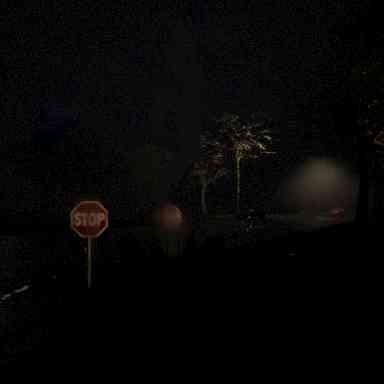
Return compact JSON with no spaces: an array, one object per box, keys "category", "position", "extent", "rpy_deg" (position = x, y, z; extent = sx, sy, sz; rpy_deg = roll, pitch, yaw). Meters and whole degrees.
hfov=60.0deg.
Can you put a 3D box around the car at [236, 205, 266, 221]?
[{"category":"car","position":[7.951,2.832,44.494],"extent":[2.150,2.045,5.566],"rpy_deg":[0,-1,36]}]

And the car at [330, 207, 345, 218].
[{"category":"car","position":[25.968,3.581,59.231],"extent":[2.097,1.767,4.553],"rpy_deg":[0,-1,29]}]

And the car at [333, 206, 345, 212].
[{"category":"car","position":[38.508,4.522,86.871],"extent":[1.994,1.385,4.181],"rpy_deg":[0,-1,36]}]
